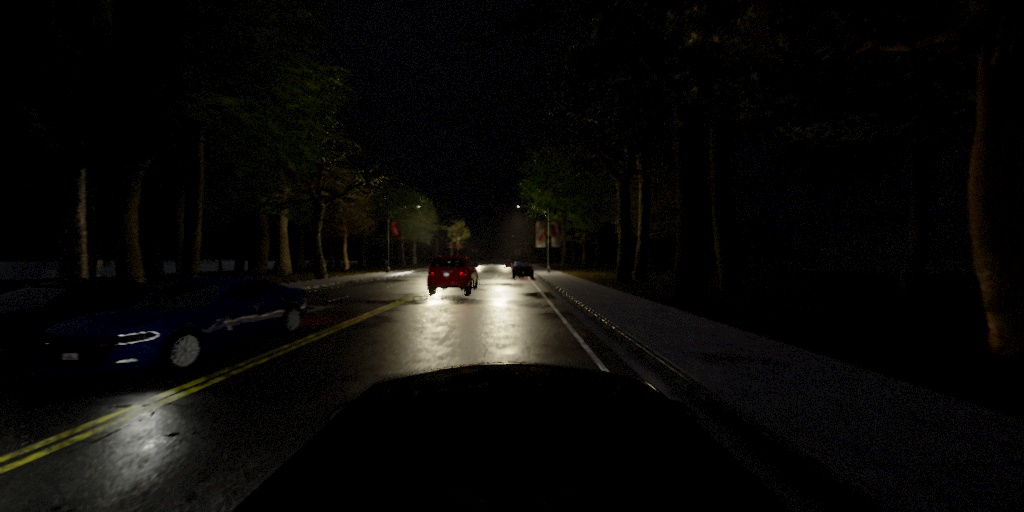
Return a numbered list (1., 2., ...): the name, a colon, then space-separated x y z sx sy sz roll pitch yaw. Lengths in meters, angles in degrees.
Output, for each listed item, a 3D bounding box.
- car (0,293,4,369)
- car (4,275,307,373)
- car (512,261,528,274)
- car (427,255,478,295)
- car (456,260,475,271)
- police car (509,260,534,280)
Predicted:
1. car: -9.850 1.279 7.859 1.812 1.442 4.674 0 0 0
2. car: -6.600 1.231 7.854 1.882 1.535 5.008 0 0 0
3. car: 0.901 1.353 42.477 1.812 1.442 4.674 0 0 0
4. car: -3.155 0.988 19.900 2.150 2.045 5.566 0 0 0
5. car: -6.694 1.355 51.814 2.128 1.511 4.902 0 0 0
6. police car: 0.943 1.220 32.575 1.930 1.638 5.238 0 0 0
